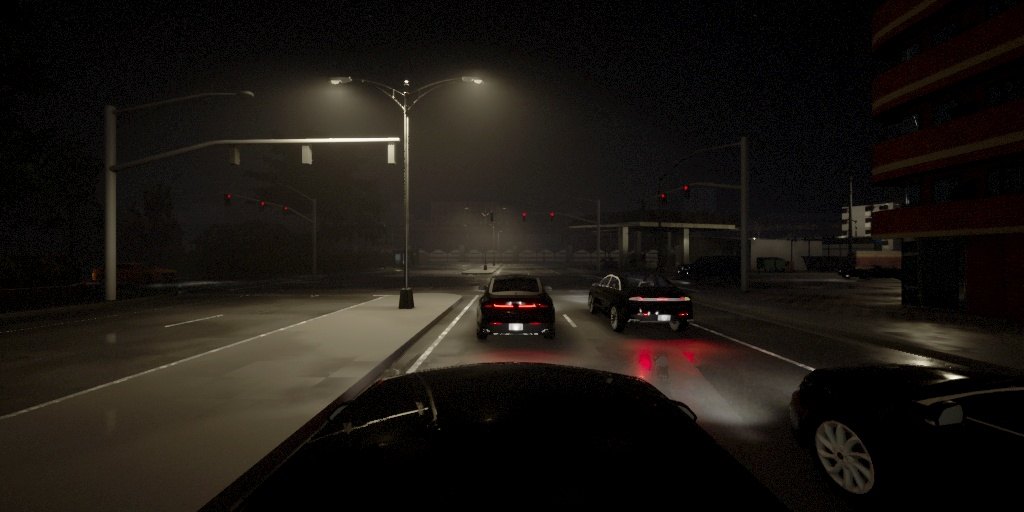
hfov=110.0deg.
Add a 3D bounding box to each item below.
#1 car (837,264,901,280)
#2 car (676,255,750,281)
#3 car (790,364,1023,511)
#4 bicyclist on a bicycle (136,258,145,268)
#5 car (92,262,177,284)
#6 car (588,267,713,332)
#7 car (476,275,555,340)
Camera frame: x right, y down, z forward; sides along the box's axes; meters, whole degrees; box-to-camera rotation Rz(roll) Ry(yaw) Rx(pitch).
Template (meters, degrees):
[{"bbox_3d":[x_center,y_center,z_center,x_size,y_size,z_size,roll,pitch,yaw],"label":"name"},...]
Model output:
[{"bbox_3d":[30.299,1.351,30.058,4.718,1.301,1.895,0,0,-1],"label":"car"},{"bbox_3d":[16.637,0.972,29.864,5.566,2.045,2.150,0,0,-1],"label":"car"},{"bbox_3d":[3.600,1.255,1.463,1.837,1.490,4.892,0,0,0],"label":"car"},{"bbox_3d":[-38.222,1.053,36.751,0.582,1.620,1.656,0,0,0],"label":"bicyclist on a bicycle"},{"bbox_3d":[-27.587,1.228,26.331,5.008,1.535,1.882,0,0,0],"label":"car"},{"bbox_3d":[3.604,1.242,10.871,2.128,1.511,4.902,0,0,0],"label":"car"},{"bbox_3d":[0.097,1.255,10.016,1.837,1.490,4.892,0,0,0],"label":"car"}]
